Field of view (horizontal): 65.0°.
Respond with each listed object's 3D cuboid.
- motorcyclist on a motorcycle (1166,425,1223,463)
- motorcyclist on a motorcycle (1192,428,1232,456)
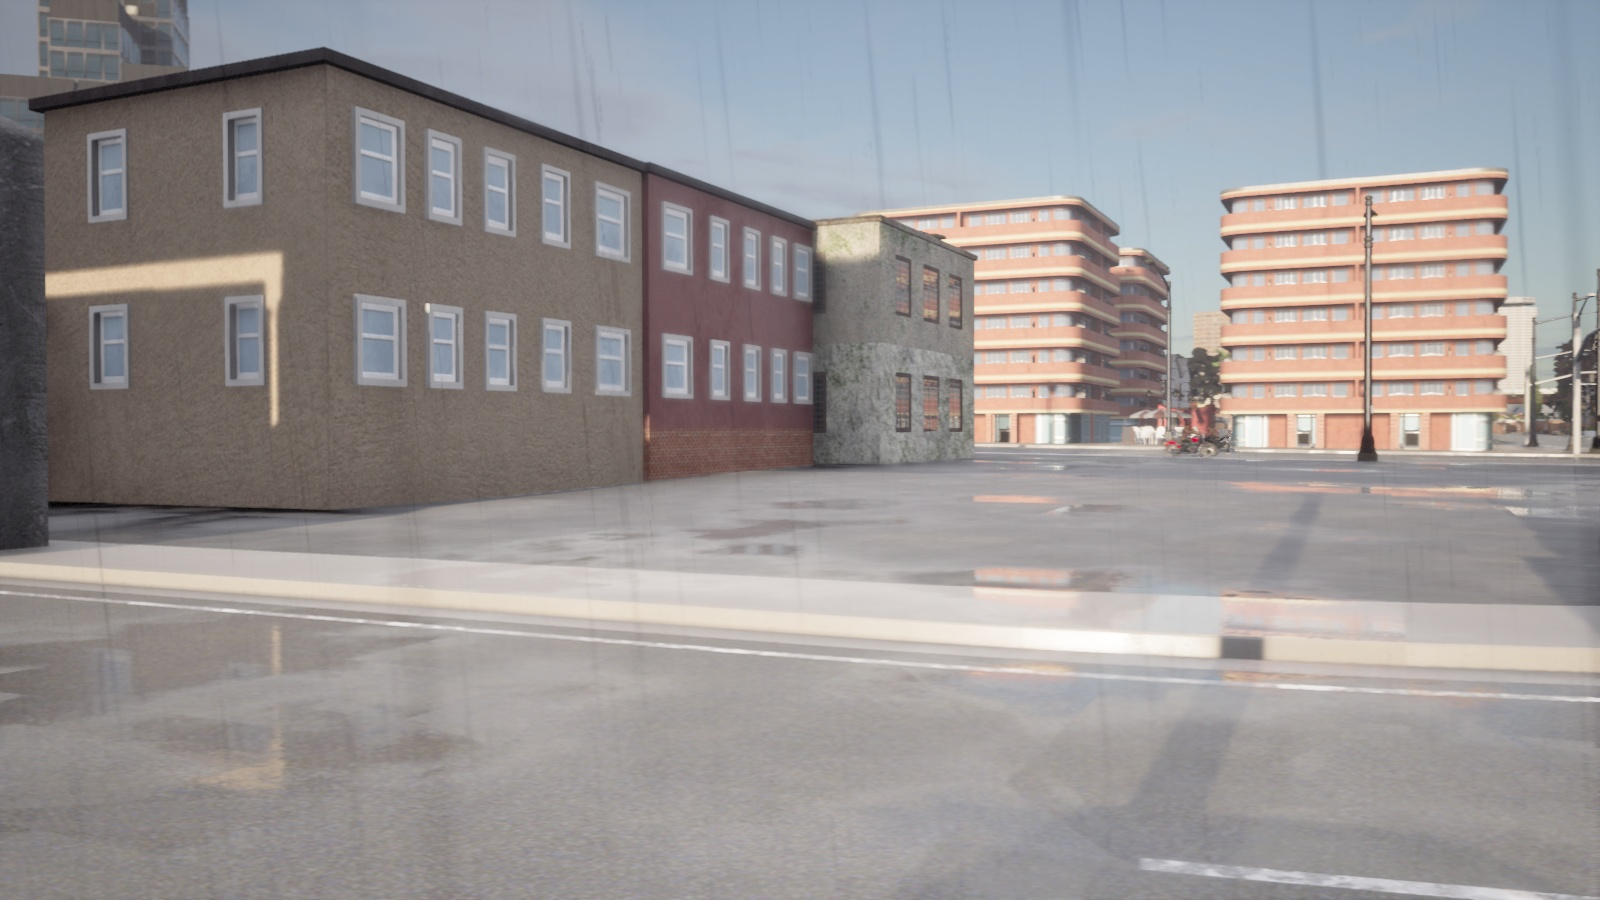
[{"bbox_3d":[18.179,-0.295,57.883,2.350,1.649,0.766,2,1,25],"label":"motorcyclist on a motorcycle"},{"bbox_3d":[23.274,-0.448,70.953,2.044,1.523,0.797,2,1,25],"label":"motorcyclist on a motorcycle"}]
